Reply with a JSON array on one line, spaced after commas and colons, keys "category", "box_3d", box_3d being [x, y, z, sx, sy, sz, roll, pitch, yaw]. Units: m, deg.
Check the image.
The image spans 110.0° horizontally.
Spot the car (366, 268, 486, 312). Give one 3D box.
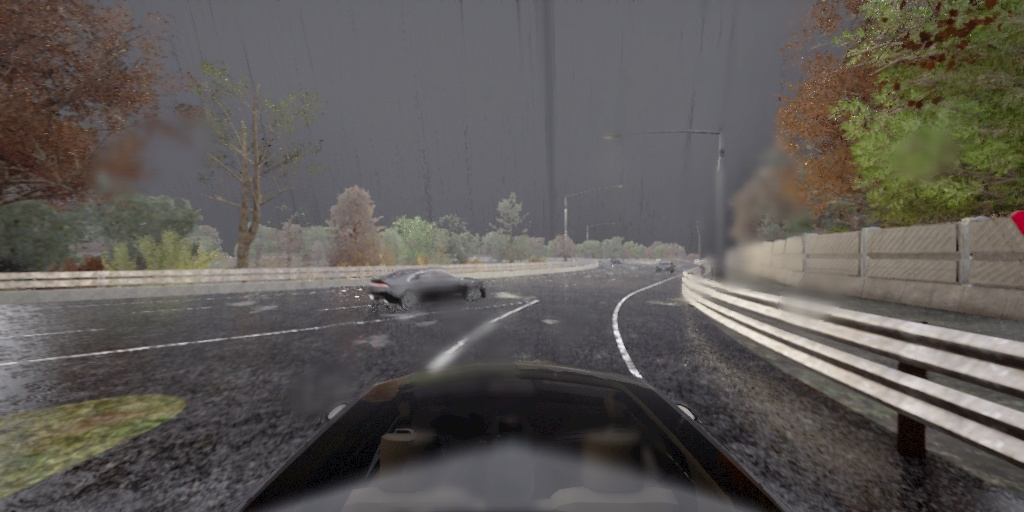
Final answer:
[{"category": "car", "box_3d": [-3.236, 1.233, 14.332, 4.902, 1.511, 2.128, 0, 0, -44]}]

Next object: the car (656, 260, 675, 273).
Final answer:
[{"category": "car", "box_3d": [18.598, 1.278, 43.362, 2.128, 1.511, 4.902, 0, 0, 28]}]
